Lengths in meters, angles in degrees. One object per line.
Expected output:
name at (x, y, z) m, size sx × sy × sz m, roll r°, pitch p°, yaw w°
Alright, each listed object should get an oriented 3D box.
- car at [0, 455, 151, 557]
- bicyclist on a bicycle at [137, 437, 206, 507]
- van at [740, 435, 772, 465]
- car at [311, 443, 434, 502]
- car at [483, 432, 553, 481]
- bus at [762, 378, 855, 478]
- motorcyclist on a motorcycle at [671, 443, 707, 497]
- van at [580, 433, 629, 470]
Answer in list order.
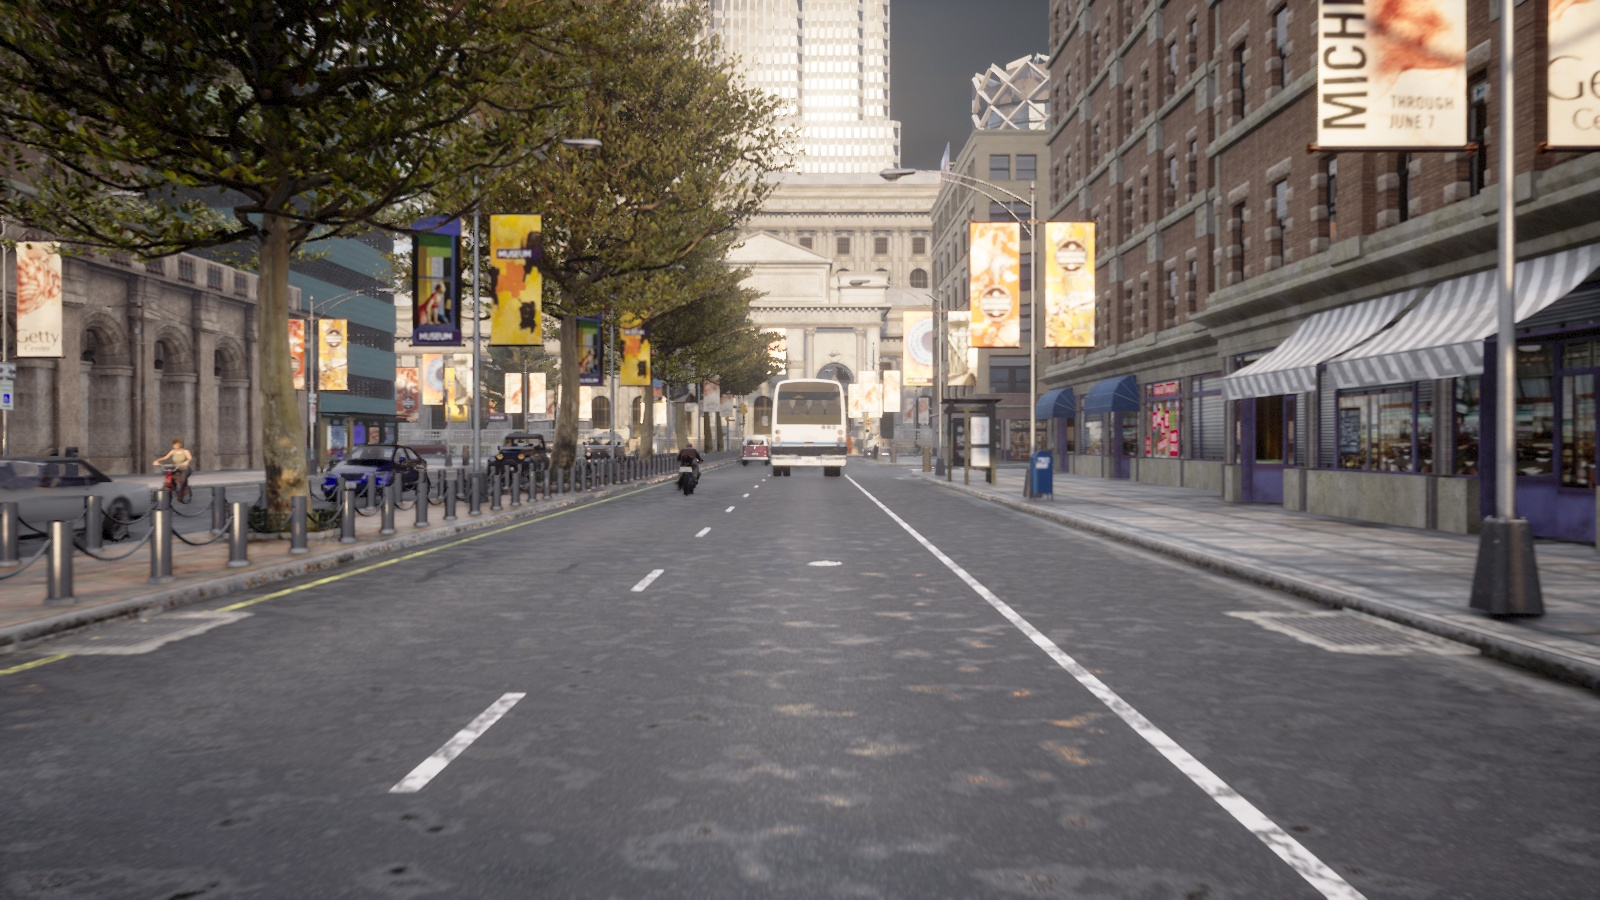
car at (-11.384, 0.737, 17.813) m, size 1.895 × 1.301 × 4.718 m, roll 0°, pitch 0°, yaw 0°
bicyclist on a bicycle at (-14.822, 0.504, 29.653) m, size 0.866 × 1.612 × 1.509 m, roll 0°, pitch 0°, yaw 0°
van at (-2.995, -0.019, 86.357) m, size 2.069 × 2.038 × 4.480 m, roll 0°, pitch 0°, yaw 0°
car at (-11.295, 0.562, 33.489) m, size 1.816 × 1.474 × 4.193 m, roll 0°, pitch 0°, yaw 0°
car at (-11.201, 0.251, 50.098) m, size 1.905 × 1.878 × 3.866 m, roll 0°, pitch 0°, yaw 0°
bus at (0.232, -0.962, 59.019) m, size 3.944 × 4.253 × 10.273 m, roll 0°, pitch 0°, yaw -2°
motorcyclist on a motorcycle at (-3.274, 0.570, 37.107) m, size 0.866 × 1.530 × 2.191 m, roll 0°, pitch 0°, yaw 0°
van at (-11.080, 0.059, 71.369) m, size 2.069 × 2.038 × 4.480 m, roll 0°, pitch 0°, yaw 0°
